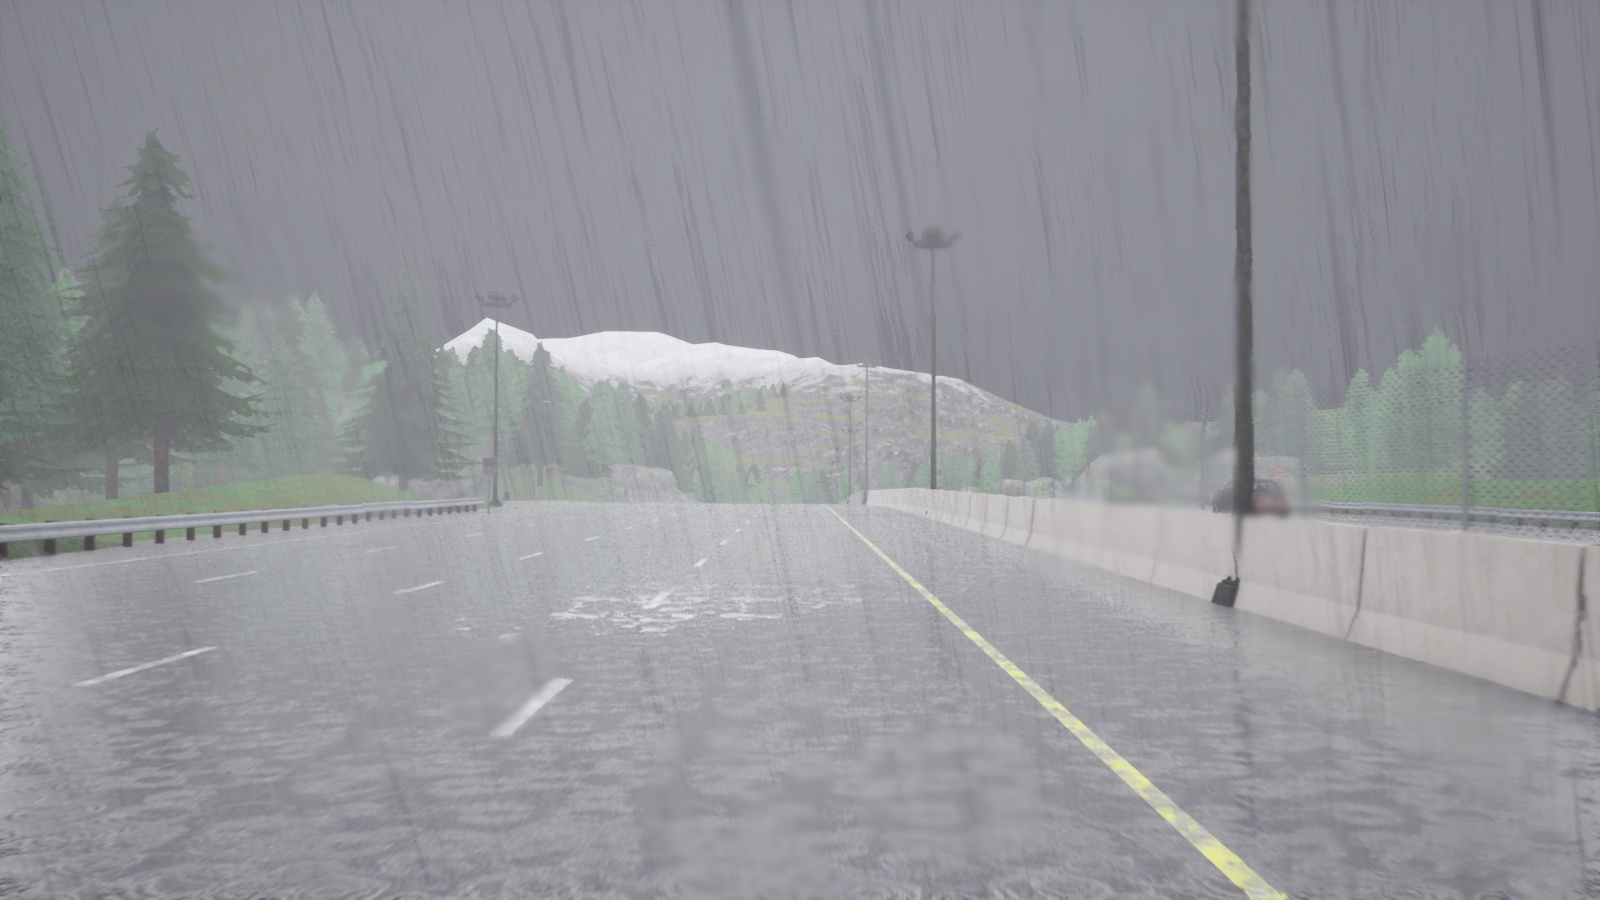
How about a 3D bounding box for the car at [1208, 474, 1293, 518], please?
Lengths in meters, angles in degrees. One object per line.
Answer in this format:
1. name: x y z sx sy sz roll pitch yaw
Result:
1. car: 17.382 1.754 48.677 1.851 1.617 3.988 0 -1 0
